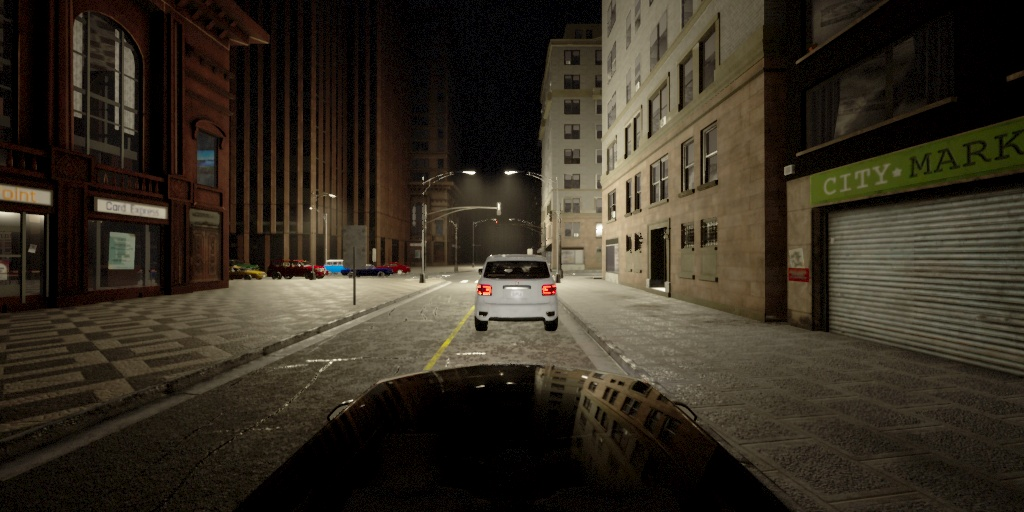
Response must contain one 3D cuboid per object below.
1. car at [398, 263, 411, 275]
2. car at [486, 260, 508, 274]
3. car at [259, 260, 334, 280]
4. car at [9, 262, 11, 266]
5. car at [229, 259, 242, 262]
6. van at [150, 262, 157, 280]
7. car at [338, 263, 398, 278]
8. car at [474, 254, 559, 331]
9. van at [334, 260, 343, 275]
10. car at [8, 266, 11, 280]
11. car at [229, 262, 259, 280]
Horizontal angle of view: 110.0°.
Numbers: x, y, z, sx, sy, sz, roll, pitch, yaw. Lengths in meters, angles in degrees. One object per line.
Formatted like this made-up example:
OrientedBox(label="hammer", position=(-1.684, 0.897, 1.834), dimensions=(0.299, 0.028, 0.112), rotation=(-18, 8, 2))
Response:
OrientedBox(label="car", position=(-13.960, 1.477, 41.288), dimensions=(4.507, 1.381, 1.888), rotation=(0, 0, 0))
OrientedBox(label="car", position=(-1.910, 1.298, 43.893), dimensions=(1.812, 1.442, 4.674), rotation=(0, 0, -14))
OrientedBox(label="car", position=(-19.609, 1.273, 32.785), dimensions=(5.009, 1.841, 2.192), rotation=(0, 0, 0))
OrientedBox(label="car", position=(-47.990, 1.541, 35.559), dimensions=(5.566, 2.045, 2.150), rotation=(-1, 0, 1))
OrientedBox(label="car", position=(-28.009, 1.295, 35.394), dimensions=(5.566, 2.045, 2.150), rotation=(-1, 0, 0))
OrientedBox(label="van", position=(-30.857, 1.435, 32.831), dimensions=(3.998, 1.789, 1.690), rotation=(0, 0, 0))
OrientedBox(label="car", position=(-14.131, 1.506, 35.335), dimensions=(4.718, 1.301, 1.895), rotation=(-1, 0, 0))
OrientedBox(label="car", position=(0.104, 0.974, 11.090), dimensions=(2.150, 2.045, 5.566), rotation=(0, 0, 0))
OrientedBox(label="van", position=(-19.584, 1.340, 41.311), dimensions=(3.998, 1.789, 1.690), rotation=(0, 0, 0))
OrientedBox(label="car", position=(-47.730, 1.849, 32.898), dimensions=(4.403, 1.370, 2.007), rotation=(0, 0, 0))
OrientedBox(label="car", position=(-25.063, 1.552, 32.807), dimensions=(4.829, 1.417, 1.751), rotation=(0, 0, 0))
